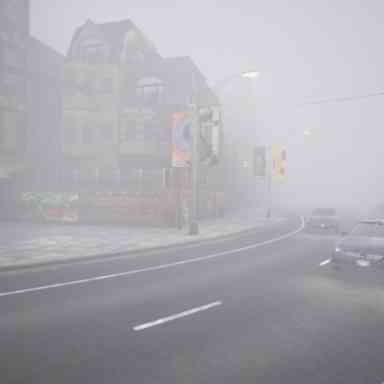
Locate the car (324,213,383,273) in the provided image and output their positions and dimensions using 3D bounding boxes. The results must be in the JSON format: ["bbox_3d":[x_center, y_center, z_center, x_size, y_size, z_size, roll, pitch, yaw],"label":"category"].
[{"bbox_3d":[5.942,1.643,10.645,1.812,1.442,4.674,0,0,38],"label":"car"}]

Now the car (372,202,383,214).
[{"bbox_3d":[21.527,1.895,37.172,1.882,1.535,5.008,0,0,18],"label":"car"}]

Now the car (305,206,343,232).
[{"bbox_3d":[8.486,1.715,21.323,1.837,1.490,4.892,1,0,24],"label":"car"}]
